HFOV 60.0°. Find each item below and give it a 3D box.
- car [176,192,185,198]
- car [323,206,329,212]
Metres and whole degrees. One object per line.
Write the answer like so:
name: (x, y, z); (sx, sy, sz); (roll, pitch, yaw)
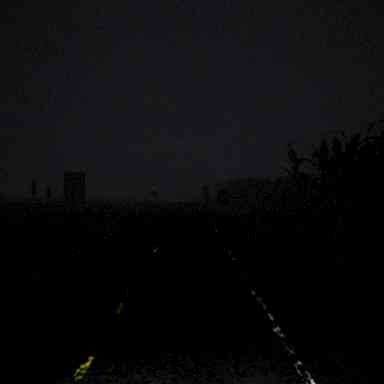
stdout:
car: (-2.768, 0.800, 81.643); (2.033, 1.411, 5.357); (0, 0, 0)
car: (14.057, 1.603, 29.306); (4.892, 1.490, 1.837); (1, 0, 1)
